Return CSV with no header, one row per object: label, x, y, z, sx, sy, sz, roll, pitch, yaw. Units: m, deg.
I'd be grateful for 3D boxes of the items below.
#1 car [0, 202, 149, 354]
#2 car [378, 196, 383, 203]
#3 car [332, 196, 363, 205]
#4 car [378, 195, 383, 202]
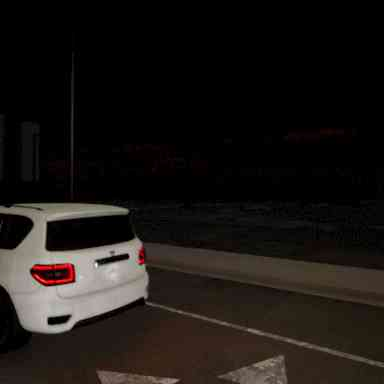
car,-3.336,1.220,6.365,5.566,2.045,2.150,0,0,35
car,39.921,1.527,67.903,2.038,1.542,4.974,1,1,6
car,27.497,1.538,58.942,4.892,1.490,1.837,1,1,32
car,39.928,1.369,67.953,1.853,1.218,4.536,1,1,6
